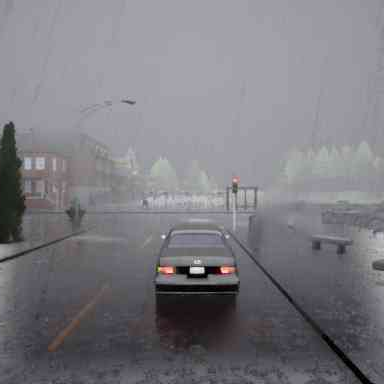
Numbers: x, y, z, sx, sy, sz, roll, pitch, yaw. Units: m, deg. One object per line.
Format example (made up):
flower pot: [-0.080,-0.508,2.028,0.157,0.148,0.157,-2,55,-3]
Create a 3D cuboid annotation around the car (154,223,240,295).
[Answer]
car: [0.099,1.547,8.879,2.033,1.411,5.357,0,0,0]
